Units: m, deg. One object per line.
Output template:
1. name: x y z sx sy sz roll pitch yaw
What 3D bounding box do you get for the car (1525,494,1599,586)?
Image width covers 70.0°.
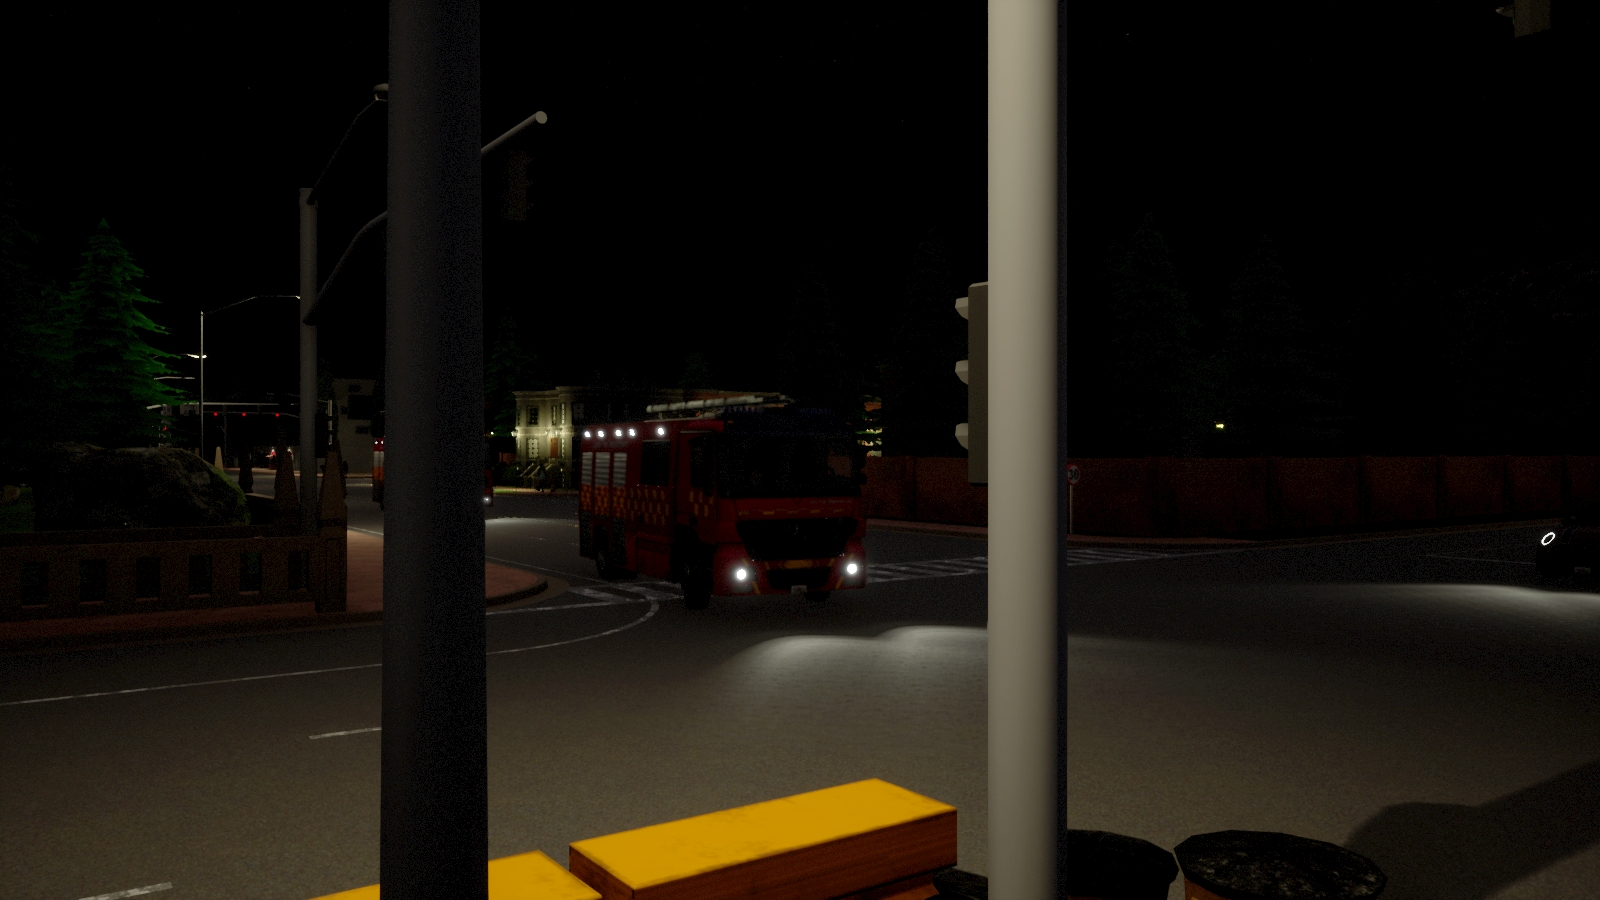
1. car: 18.010 1.906 24.946 4.553 1.767 2.097 0 0 -35

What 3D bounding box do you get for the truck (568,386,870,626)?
1. truck: -2.014 0.890 22.653 2.891 3.827 8.468 0 0 -27
